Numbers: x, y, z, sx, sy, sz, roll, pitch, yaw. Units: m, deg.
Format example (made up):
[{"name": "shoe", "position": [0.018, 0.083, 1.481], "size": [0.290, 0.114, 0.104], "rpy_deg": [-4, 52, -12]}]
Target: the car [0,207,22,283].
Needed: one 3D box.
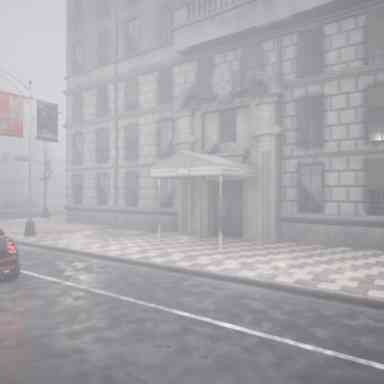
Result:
[{"name": "car", "position": [-6.408, 1.338, 8.449], "size": [4.553, 1.767, 2.097], "rpy_deg": [0, 0, 35]}]

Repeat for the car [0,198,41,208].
[{"name": "car", "position": [-21.838, 1.505, 42.930], "size": [1.994, 1.385, 4.181], "rpy_deg": [0, 0, 35]}]
